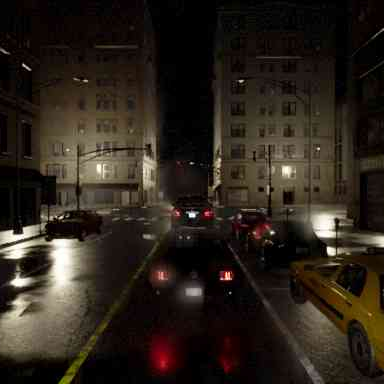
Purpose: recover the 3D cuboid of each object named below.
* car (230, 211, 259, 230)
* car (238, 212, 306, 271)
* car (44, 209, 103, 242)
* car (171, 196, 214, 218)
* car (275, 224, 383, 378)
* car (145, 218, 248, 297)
[{"bbox_3d":[2.880,1.577,16.329,1.802,1.307,4.206,-1,0,0],"label":"car"},{"bbox_3d":[2.874,1.563,10.744,1.947,1.339,4.313,-1,0,0],"label":"car"},{"bbox_3d":[-5.666,1.539,16.335,1.887,1.381,4.507,-1,0,0],"label":"car"},{"bbox_3d":[0.013,1.215,18.491,2.150,2.045,5.566,0,0,0],"label":"car"},{"bbox_3d":[2.868,1.524,5.327,1.752,1.417,4.829,-1,0,0],"label":"car"},{"bbox_3d":[0.052,1.598,8.499,1.895,1.301,4.718,0,0,0],"label":"car"}]
